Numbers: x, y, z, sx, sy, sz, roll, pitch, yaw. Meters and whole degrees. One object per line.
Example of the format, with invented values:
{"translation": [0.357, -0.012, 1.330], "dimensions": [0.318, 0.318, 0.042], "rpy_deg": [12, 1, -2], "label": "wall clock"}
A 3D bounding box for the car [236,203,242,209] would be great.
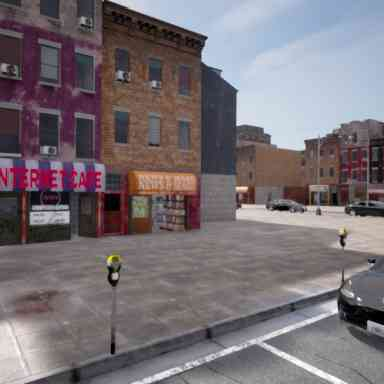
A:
{"translation": [4.360, 1.622, 45.151], "dimensions": [2.033, 1.411, 5.357], "rpy_deg": [1, 0, -36], "label": "car"}

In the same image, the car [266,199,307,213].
{"translation": [10.359, 1.545, 36.706], "dimensions": [2.128, 1.511, 4.902], "rpy_deg": [1, 0, -35], "label": "car"}

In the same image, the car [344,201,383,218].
{"translation": [15.843, 1.539, 28.975], "dimensions": [1.837, 1.490, 4.892], "rpy_deg": [1, 0, -35], "label": "car"}

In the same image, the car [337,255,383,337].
{"translation": [4.409, 1.567, 5.943], "dimensions": [4.313, 1.339, 1.947], "rpy_deg": [0, 0, -35], "label": "car"}
